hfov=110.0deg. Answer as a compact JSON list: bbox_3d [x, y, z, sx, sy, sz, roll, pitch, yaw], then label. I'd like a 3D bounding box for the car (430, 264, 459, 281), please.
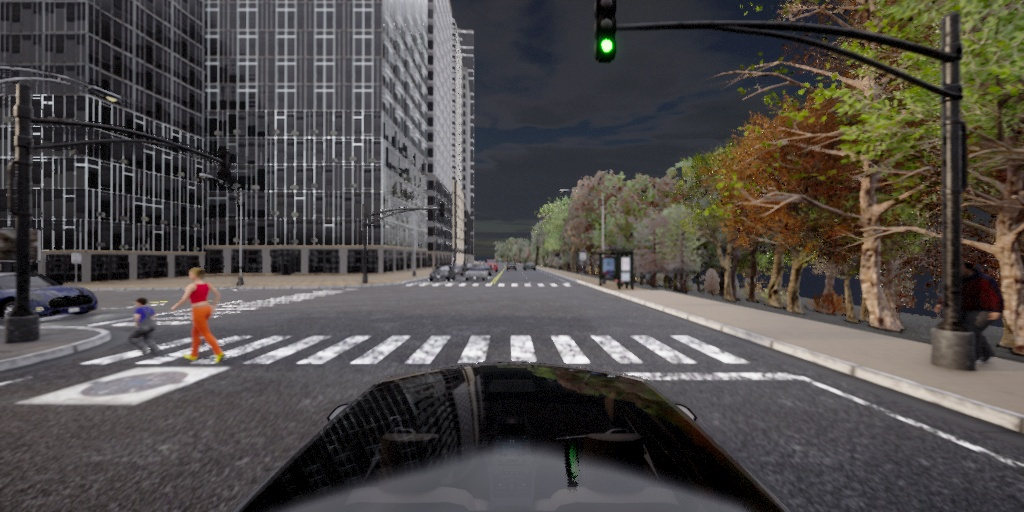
[{"bbox_3d":[-6.623,1.637,34.599,1.812,1.442,4.674,0,-1,0],"label":"car"}]

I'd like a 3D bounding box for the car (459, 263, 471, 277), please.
[{"bbox_3d":[-6.632,1.704,43.774,2.128,1.511,4.902,0,-1,0],"label":"car"}]

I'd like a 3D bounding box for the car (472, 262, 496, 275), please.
[{"bbox_3d":[-3.383,1.766,44.322,2.033,1.411,5.357,0,-1,0],"label":"car"}]

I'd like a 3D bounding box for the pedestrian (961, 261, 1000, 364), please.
[{"bbox_3d":[7.972,0.940,6.217,0.375,1.860,0.375,0,0,0],"label":"pedestrian"}]

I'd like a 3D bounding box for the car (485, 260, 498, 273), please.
[{"bbox_3d":[-3.381,1.588,57.716,2.150,2.045,5.566,0,-1,0],"label":"car"}]

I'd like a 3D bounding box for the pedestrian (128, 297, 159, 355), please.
[{"bbox_3d":[-7.584,1.390,7.402,0.375,1.300,0.375,0,0,0],"label":"pedestrian"}]

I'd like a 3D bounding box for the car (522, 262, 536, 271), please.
[{"bbox_3d":[3.197,1.793,64.835,2.097,1.767,4.553,0,-1,0],"label":"car"}]

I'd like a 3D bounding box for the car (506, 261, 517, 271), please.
[{"bbox_3d":[-0.052,1.947,64.924,1.837,1.490,4.892,0,-1,0],"label":"car"}]

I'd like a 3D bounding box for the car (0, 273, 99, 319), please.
[{"bbox_3d":[-18.299,1.412,13.175,4.553,1.767,2.097,-1,0,1],"label":"car"}]

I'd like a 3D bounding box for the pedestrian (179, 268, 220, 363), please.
[{"bbox_3d":[-6.037,1.104,6.940,0.375,1.860,0.375,0,0,0],"label":"pedestrian"}]

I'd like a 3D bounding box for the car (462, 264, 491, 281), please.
[{"bbox_3d":[-3.373,1.713,34.672,1.895,1.301,4.718,0,-1,0],"label":"car"}]
